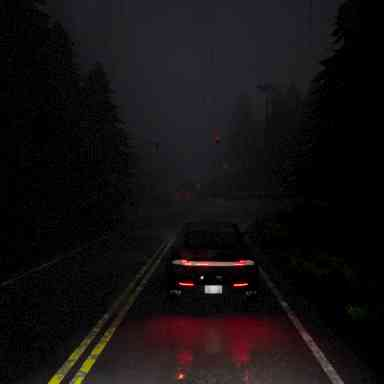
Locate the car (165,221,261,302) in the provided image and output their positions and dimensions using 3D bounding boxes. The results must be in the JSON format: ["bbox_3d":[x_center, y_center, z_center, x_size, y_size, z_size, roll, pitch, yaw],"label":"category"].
[{"bbox_3d":[0.449,1.466,8.191,2.128,1.511,4.902,0,0,2],"label":"car"}]

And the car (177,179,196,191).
[{"bbox_3d":[-0.693,-1.068,45.245,1.812,1.442,4.674,1,9,14],"label":"car"}]
